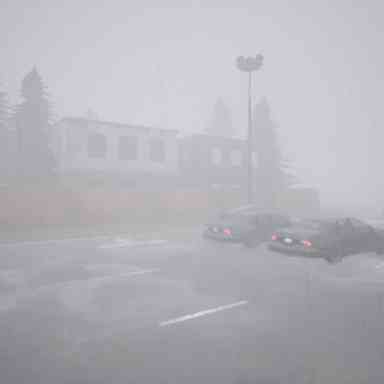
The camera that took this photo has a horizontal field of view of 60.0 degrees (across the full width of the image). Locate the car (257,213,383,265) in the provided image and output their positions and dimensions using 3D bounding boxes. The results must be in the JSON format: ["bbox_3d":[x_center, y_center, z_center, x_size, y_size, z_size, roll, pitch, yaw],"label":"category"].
[{"bbox_3d":[5.029,1.545,11.719,5.357,1.411,2.033,0,0,-35],"label":"car"}]

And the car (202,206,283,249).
[{"bbox_3d":[2.997,1.545,14.569,5.357,1.411,2.033,0,0,-35],"label":"car"}]

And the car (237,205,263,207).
[{"bbox_3d":[3.743,1.474,19.364,5.008,1.535,1.882,0,0,-35],"label":"car"}]
